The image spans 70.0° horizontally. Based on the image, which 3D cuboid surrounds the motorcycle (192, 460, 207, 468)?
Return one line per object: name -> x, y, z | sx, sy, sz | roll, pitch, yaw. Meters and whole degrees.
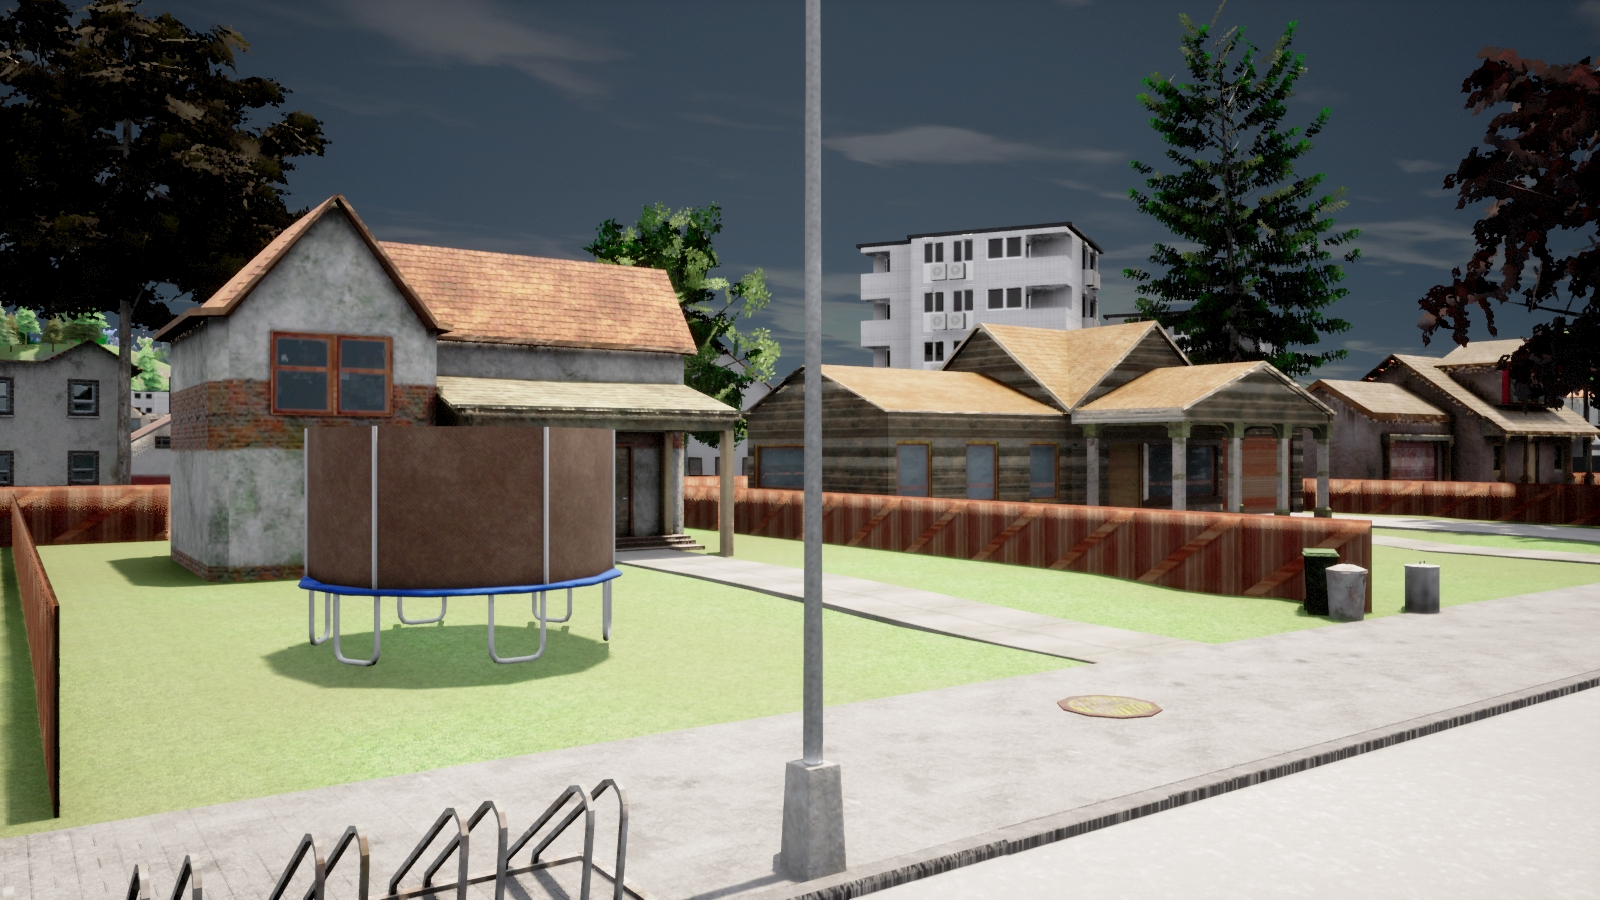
motorcycle -> -95.460, 2.187, 181.715 | 2.033, 1.199, 0.803 | 0, 0, -35
